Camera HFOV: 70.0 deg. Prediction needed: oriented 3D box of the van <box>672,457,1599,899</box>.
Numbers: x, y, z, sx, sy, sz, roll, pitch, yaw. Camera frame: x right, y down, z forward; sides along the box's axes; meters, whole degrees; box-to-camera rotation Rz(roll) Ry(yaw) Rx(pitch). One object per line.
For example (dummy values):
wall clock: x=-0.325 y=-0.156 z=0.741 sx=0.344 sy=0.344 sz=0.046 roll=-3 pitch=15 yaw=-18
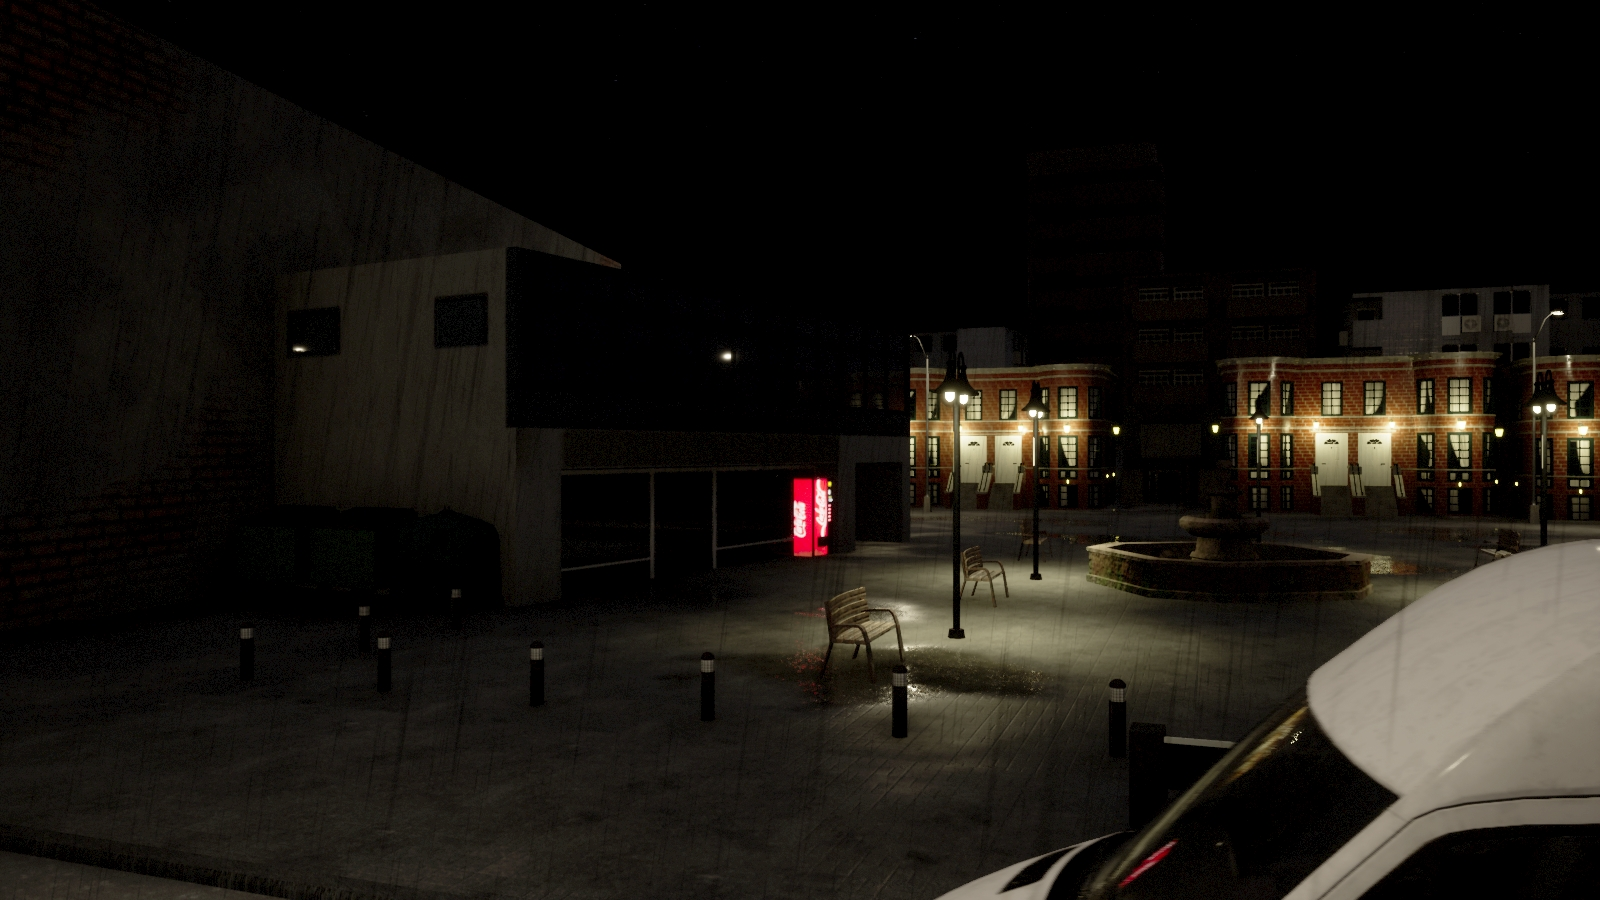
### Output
van: x=2.795 y=1.315 z=2.826 sx=5.915 sy=2.561 sz=1.988 roll=0 pitch=0 yaw=20
